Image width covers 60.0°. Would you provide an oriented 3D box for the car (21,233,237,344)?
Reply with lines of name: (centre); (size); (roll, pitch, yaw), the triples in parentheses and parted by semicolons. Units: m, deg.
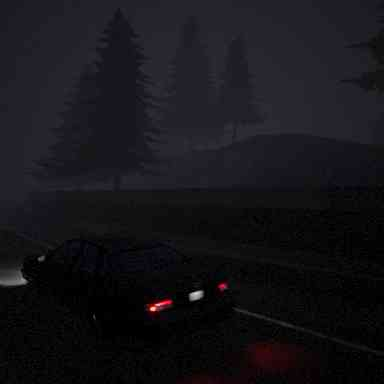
car: (-1.658, 1.552, 6.618); (2.033, 1.411, 5.357); (0, 0, -43)
